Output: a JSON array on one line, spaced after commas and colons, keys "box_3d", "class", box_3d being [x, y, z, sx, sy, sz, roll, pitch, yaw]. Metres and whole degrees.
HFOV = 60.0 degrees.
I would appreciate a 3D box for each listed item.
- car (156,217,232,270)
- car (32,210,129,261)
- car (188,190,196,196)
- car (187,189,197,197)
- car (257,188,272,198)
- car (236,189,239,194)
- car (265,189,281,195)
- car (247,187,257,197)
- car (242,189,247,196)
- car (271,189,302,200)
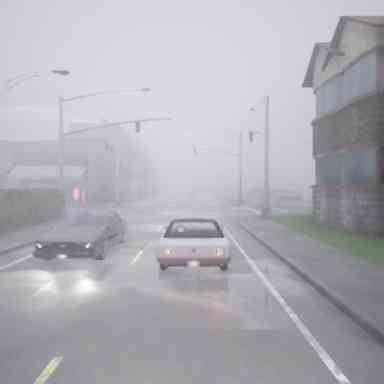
[{"box_3d": [0.060, 1.435, 10.321, 1.895, 1.301, 4.718, 0, 1, 1], "class": "car"}, {"box_3d": [-3.563, 1.359, 11.808, 2.033, 1.411, 5.357, 0, 1, 0], "class": "car"}, {"box_3d": [0.016, 0.196, 84.224, 1.994, 1.385, 4.181, 0, 1, 0], "class": "car"}, {"box_3d": [0.014, 0.175, 74.130, 2.097, 1.767, 4.553, 0, 1, 0], "class": "car"}, {"box_3d": [14.176, 0.270, 56.697, 5.027, 1.636, 2.152, 0, 1, 0], "class": "car"}, {"box_3d": [13.903, -0.052, 90.980, 3.633, 1.501, 1.845, 0, 1, 0], "class": "car"}, {"box_3d": [21.324, 0.005, 88.000, 3.806, 1.475, 1.970, 0, 1, 0], "class": "car"}, {"box_3d": [14.177, -0.009, 69.489, 3.866, 1.878, 1.905, 0, 1, 0], "class": "car"}, {"box_3d": [13.764, -0.035, 72.394, 4.605, 1.855, 1.932, 0, 1, 0], "class": "car"}, {"box_3d": [14.499, 0.450, 50.282, 3.806, 1.475, 1.970, 0, 1, 0], "class": "car"}]
